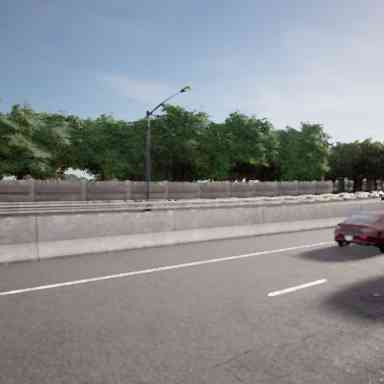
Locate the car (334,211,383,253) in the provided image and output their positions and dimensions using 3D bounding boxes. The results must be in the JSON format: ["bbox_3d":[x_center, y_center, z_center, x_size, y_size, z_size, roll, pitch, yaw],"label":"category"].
[{"bbox_3d":[7.577,1.476,13.351,4.674,1.442,1.812,0,0,-34],"label":"car"}]

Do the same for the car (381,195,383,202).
[{"bbox_3d":[30.325,0.566,49.797,4.553,1.767,2.097,-2,1,-32],"label":"car"}]
